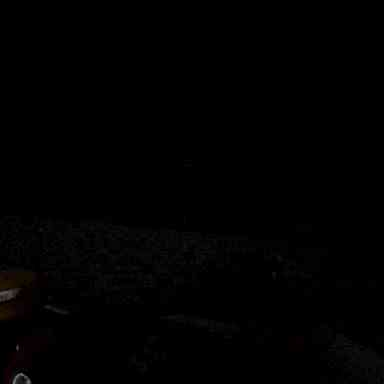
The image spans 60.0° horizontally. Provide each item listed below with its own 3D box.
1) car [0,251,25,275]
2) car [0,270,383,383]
[{"bbox_3d":[-4.709,1.527,6.323,4.829,1.417,1.752,0,0,36],"label":"car"},{"bbox_3d":[0.051,1.582,2.927,4.206,1.307,1.802,0,0,36],"label":"car"}]
